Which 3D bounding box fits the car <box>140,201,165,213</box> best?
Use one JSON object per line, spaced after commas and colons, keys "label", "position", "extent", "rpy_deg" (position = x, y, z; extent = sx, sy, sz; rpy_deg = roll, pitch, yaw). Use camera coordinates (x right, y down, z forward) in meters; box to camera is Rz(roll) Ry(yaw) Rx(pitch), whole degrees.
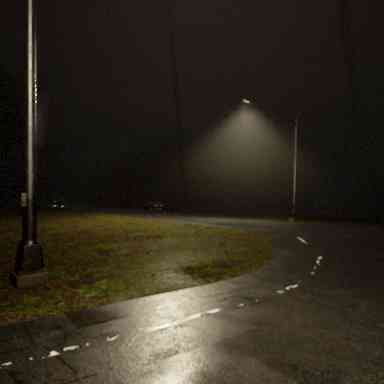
{"label": "car", "position": [-5.579, 2.039, 46.467], "extent": [2.128, 1.511, 4.902], "rpy_deg": [4, -3, -35]}

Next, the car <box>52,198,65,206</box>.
{"label": "car", "position": [-27.593, 1.934, 68.662], "extent": [2.097, 1.767, 4.553], "rpy_deg": [4, -3, -27]}
